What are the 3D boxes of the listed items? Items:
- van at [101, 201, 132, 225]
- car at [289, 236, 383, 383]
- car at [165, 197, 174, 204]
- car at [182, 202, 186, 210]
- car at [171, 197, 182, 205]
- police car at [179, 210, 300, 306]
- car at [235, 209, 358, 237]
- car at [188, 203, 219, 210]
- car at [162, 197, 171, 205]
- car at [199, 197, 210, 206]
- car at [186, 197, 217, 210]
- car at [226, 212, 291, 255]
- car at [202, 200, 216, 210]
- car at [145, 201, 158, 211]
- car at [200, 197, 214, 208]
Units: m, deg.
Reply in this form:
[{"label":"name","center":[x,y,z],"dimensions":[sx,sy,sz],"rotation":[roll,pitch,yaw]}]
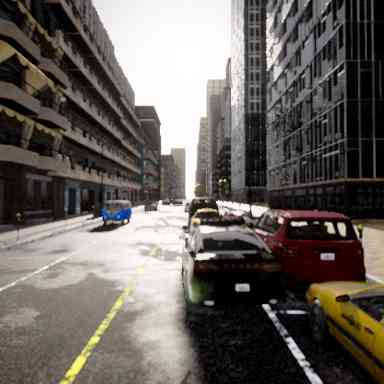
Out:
[{"label":"van","center":[-5.712,1.550,25.553],"dimensions":[1.690,1.788,3.998],"rotation":[1,0,0]},{"label":"car","center":[2.697,1.554,3.643],"dimensions":[1.752,1.417,4.829],"rotation":[1,0,0]},{"label":"car","center":[-5.805,2.146,86.302],"dimensions":[2.192,1.841,5.009],"rotation":[1,-1,0]},{"label":"car","center":[-0.059,1.926,46.242],"dimensions":[1.812,1.442,4.674],"rotation":[0,-1,0]},{"label":"car","center":[-3.109,2.256,74.249],"dimensions":[1.994,1.385,4.181],"rotation":[0,-1,0]},{"label":"police car","center":[0.726,1.492,8.409],"dimensions":[1.930,1.638,5.238],"rotation":[0,0,-4]},{"label":"car","center":[2.692,1.386,8.996],"dimensions":[2.192,1.841,5.009],"rotation":[1,0,0]},{"label":"car","center":[0.826,1.604,18.538],"dimensions":[1.801,1.575,5.366],"rotation":[0,0,0]},{"label":"car","center":[-5.791,2.248,75.254],"dimensions":[1.887,1.381,4.507],"rotation":[1,-1,0]},{"label":"car","center":[2.600,1.957,69.746],"dimensions":[2.192,1.841,5.009],"rotation":[1,-1,0]},{"label":"car","center":[0.792,1.421,24.401],"dimensions":[2.150,2.045,5.566],"rotation":[0,0,-1]},{"label":"car","center":[2.680,1.681,14.517],"dimensions":[1.947,1.339,4.313],"rotation":[1,0,0]},{"label":"car","center":[2.622,2.036,53.175],"dimensions":[1.947,1.339,4.313],"rotation":[1,-1,0]},{"label":"car","center":[-5.750,1.997,47.641],"dimensions":[1.802,1.307,4.206],"rotation":[1,-1,0]},{"label":"car","center":[2.617,1.842,58.701],"dimensions":[2.192,1.841,5.009],"rotation":[1,-1,0]}]
